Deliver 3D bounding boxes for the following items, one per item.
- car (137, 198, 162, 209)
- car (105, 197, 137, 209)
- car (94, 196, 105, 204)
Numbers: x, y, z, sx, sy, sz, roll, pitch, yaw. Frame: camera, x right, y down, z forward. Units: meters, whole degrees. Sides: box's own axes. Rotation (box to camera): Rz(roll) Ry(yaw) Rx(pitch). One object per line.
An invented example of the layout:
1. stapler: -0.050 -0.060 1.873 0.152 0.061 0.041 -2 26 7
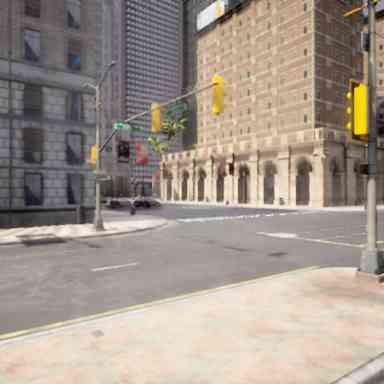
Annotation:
1. car: -6.123 1.468 45.554 2.033 1.411 5.357 0 0 -35
2. car: -9.484 1.459 44.251 1.812 1.442 4.674 0 0 -35
3. car: -17.437 1.467 61.762 2.033 1.411 5.357 0 0 -35
